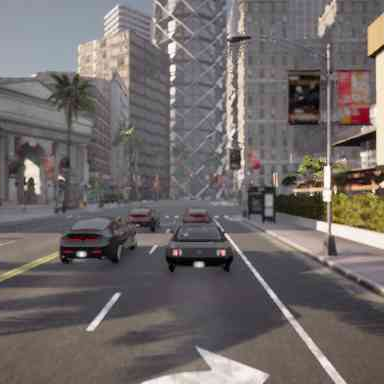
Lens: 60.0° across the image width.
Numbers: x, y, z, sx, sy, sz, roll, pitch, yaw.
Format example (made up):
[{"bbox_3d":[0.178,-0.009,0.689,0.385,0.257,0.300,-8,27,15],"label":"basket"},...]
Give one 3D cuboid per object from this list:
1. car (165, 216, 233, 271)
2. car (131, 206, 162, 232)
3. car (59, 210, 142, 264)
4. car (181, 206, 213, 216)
[{"bbox_3d":[0.223,1.711,11.292,1.895,1.301,4.718,0,-1,1],"label":"car"},{"bbox_3d":[-3.165,1.713,21.900,1.837,1.490,4.892,0,-1,1],"label":"car"},{"bbox_3d":[-3.261,1.621,12.324,1.837,1.490,4.892,0,0,1],"label":"car"},{"bbox_3d":[0.336,1.718,21.984,1.837,1.490,4.892,0,-1,1],"label":"car"}]
